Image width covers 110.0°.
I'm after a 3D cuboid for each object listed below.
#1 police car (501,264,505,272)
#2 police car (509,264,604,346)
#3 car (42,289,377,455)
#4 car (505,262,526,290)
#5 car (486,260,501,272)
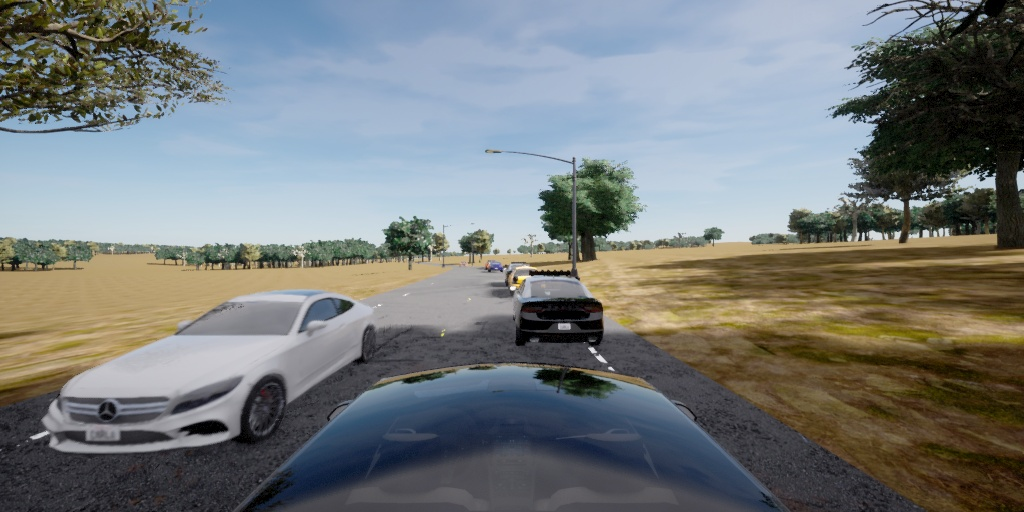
[{"bbox_3d":[0.460,1.223,25.722,1.930,1.638,5.238,0,0,-3],"label":"police car"},{"bbox_3d":[0.990,1.188,9.638,1.930,1.638,5.238,0,0,-1],"label":"police car"},{"bbox_3d":[-3.565,1.279,5.435,1.812,1.442,4.674,0,0,-1],"label":"car"},{"bbox_3d":[0.718,1.241,19.773,1.801,1.575,5.366,0,0,-2],"label":"car"},{"bbox_3d":[-2.215,1.451,48.310,1.812,1.442,4.674,0,-1,-5],"label":"car"}]
